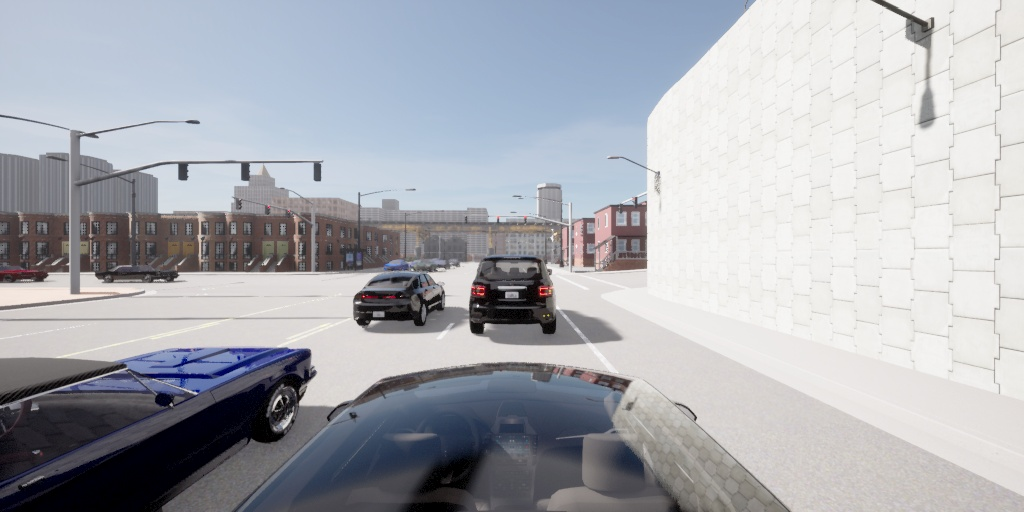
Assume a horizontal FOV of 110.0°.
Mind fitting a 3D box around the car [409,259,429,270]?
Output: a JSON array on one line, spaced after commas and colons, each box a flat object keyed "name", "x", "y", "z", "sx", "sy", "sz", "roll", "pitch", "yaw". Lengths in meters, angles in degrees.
[{"name": "car", "x": -14.109, "y": 1.274, "z": 54.476, "sx": 1.812, "sy": 1.442, "sz": 4.674, "roll": 0, "pitch": 0, "yaw": 0}]

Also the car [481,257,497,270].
[{"name": "car", "x": -3.415, "y": 1.103, "z": 54.324, "sx": 2.097, "sy": 1.767, "sz": 4.553, "roll": 0, "pitch": 0, "yaw": 0}]

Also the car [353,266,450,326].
[{"name": "car", "x": -3.422, "y": 1.255, "z": 11.645, "sx": 1.837, "sy": 1.490, "sz": 4.892, "roll": 0, "pitch": 0, "yaw": 0}]

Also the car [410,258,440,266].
[{"name": "car", "x": -10.574, "y": 1.101, "z": 43.586, "sx": 2.097, "sy": 1.767, "sz": 4.553, "roll": 0, "pitch": 0, "yaw": 0}]

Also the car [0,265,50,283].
[{"name": "car", "x": -38.295, "y": 1.351, "z": 27.065, "sx": 4.718, "sy": 1.301, "sz": 1.895, "roll": 0, "pitch": 0, "yaw": 0}]

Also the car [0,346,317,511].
[{"name": "car", "x": -3.397, "y": 1.351, "z": 2.391, "sx": 1.895, "sy": 1.301, "sz": 4.718, "roll": 0, "pitch": 0, "yaw": 0}]

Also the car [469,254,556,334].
[{"name": "car", "x": 0.062, "y": 0.971, "z": 10.755, "sx": 2.150, "sy": 2.045, "sz": 5.566, "roll": 0, "pitch": 0, "yaw": 1}]

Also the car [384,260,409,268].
[{"name": "car", "x": -14.110, "y": 1.228, "z": 44.051, "sx": 1.882, "sy": 1.535, "sz": 5.008, "roll": 0, "pitch": 0, "yaw": 0}]

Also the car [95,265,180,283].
[{"name": "car", "x": -28.178, "y": 1.351, "z": 27.101, "sx": 4.718, "sy": 1.301, "sz": 1.895, "roll": 0, "pitch": 0, "yaw": 0}]

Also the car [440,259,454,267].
[{"name": "car", "x": -10.604, "y": 1.298, "z": 54.370, "sx": 2.033, "sy": 1.411, "sz": 5.357, "roll": 0, "pitch": 0, "yaw": 0}]
